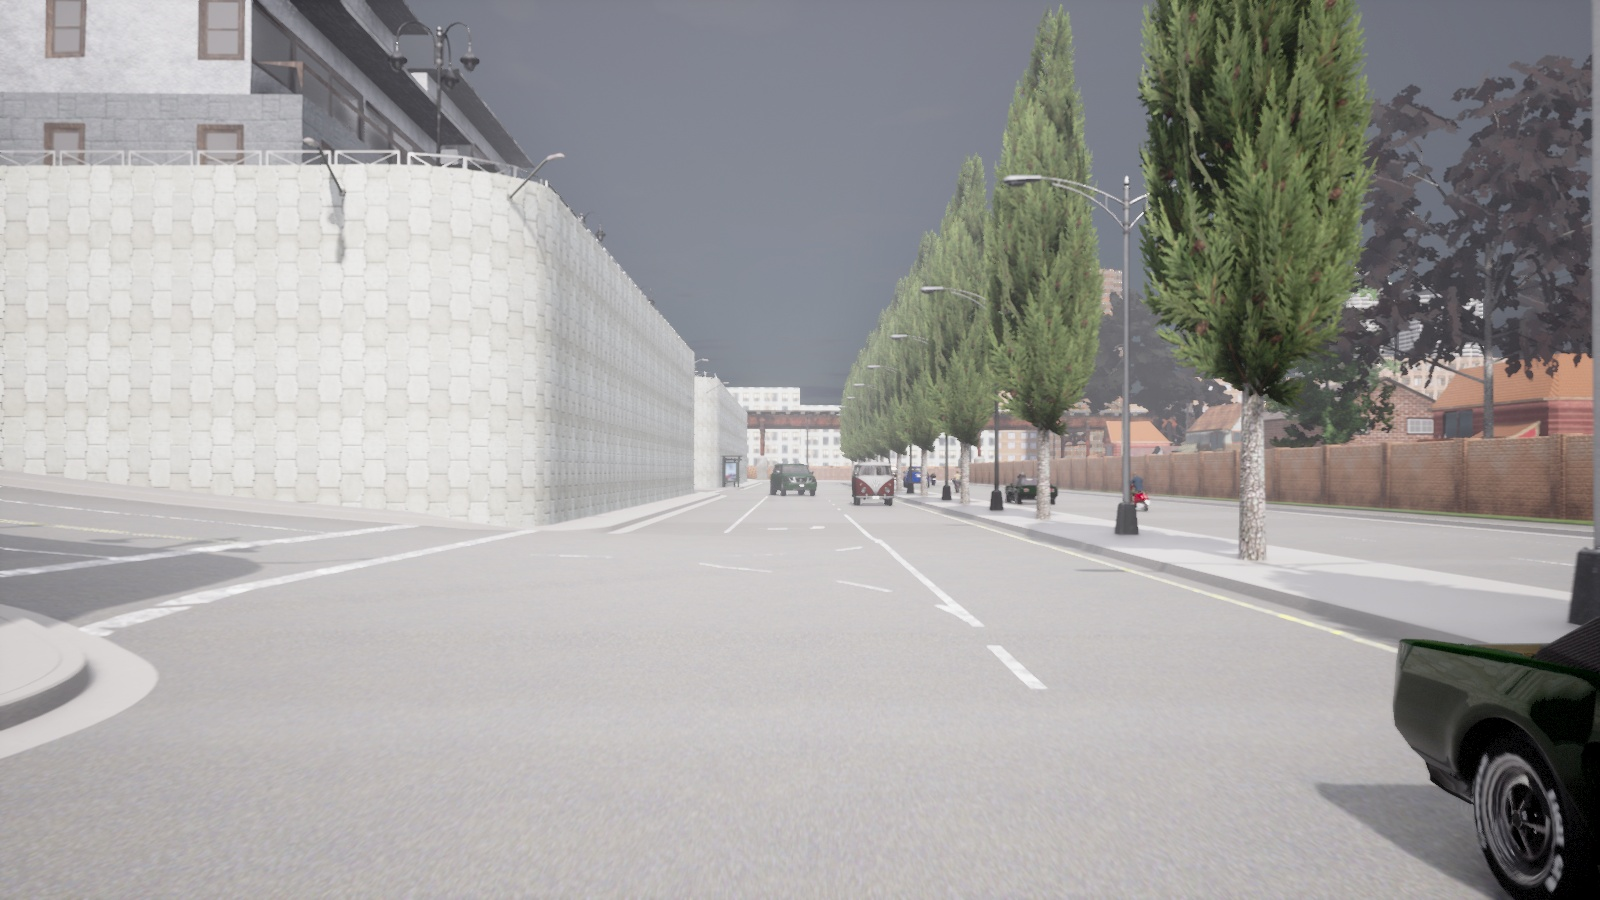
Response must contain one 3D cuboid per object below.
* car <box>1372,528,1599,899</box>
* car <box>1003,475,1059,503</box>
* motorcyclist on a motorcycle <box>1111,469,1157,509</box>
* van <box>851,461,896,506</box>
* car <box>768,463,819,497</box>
[{"bbox_3d":[3.489,0.955,3.196,1.895,1.301,4.718,0,-1,0],"label":"car"},{"bbox_3d":[11.327,1.907,61.935,1.895,1.301,4.718,0,-1,0],"label":"car"},{"bbox_3d":[13.453,1.562,50.617,0.866,1.590,1.817,0,-1,-20],"label":"motorcyclist on a motorcycle"},{"bbox_3d":[3.338,1.517,57.543,1.775,1.987,4.442,0,-1,0],"label":"van"},{"bbox_3d":[-0.440,1.859,79.002,2.150,2.045,5.566,0,-1,-12],"label":"car"}]
